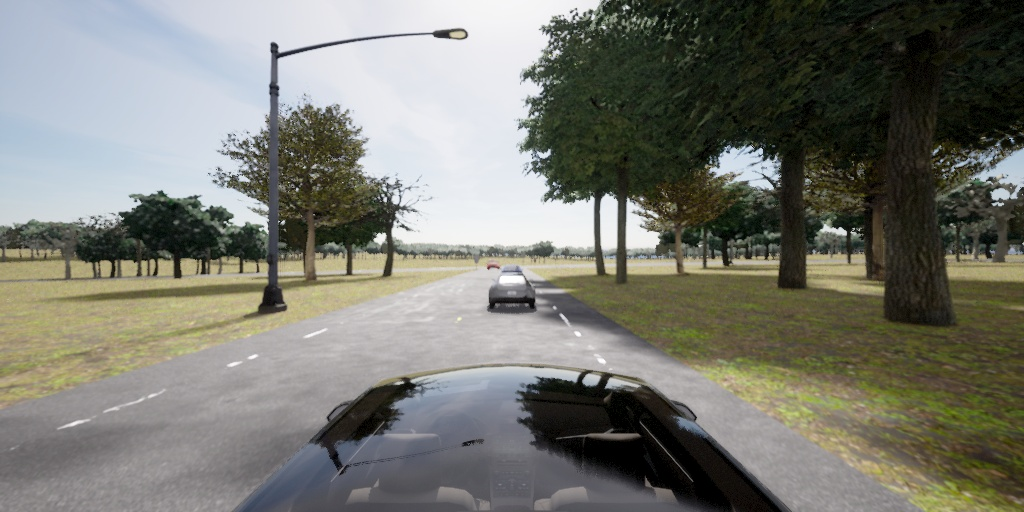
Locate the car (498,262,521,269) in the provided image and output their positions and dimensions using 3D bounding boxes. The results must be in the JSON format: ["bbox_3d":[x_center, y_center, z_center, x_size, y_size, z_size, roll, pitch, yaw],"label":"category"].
[{"bbox_3d":[0.005,1.507,31.316,1.882,1.535,5.008,0,0,0],"label":"car"}]

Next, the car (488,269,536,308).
[{"bbox_3d":[0.004,1.446,16.142,1.994,1.385,4.181,0,0,0],"label":"car"}]
